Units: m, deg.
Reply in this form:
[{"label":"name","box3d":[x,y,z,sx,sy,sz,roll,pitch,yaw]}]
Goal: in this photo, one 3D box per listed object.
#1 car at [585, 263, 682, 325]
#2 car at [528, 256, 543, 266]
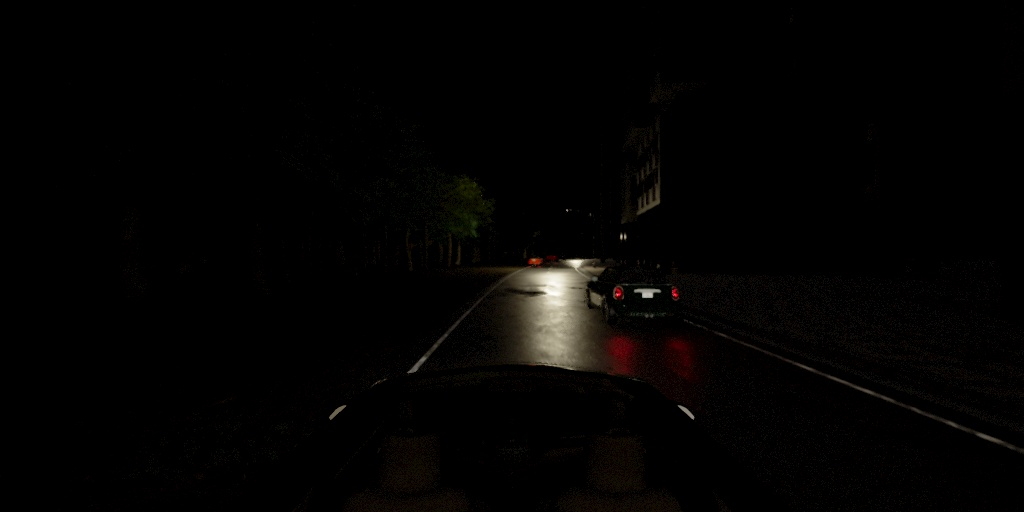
[{"label":"car","box3d":[3.826,1.103,12.062,2.097,1.767,4.553,0,0,2]},{"label":"car","box3d":[3.969,0.742,60.404,2.097,1.767,4.553,0,1,10]}]
